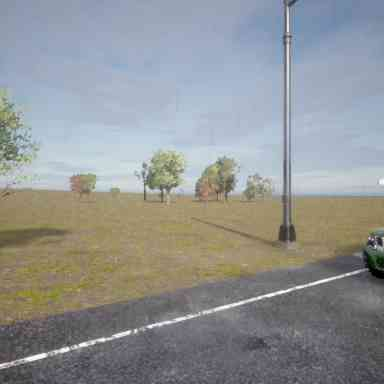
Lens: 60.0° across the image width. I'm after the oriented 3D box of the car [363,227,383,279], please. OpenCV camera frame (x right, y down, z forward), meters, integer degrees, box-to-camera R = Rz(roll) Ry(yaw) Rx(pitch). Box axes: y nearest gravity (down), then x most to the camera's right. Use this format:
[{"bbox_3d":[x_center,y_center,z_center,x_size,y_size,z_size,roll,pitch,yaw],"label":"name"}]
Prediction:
[{"bbox_3d":[6.891,1.224,8.932,5.566,2.045,2.150,0,0,-36],"label":"car"}]
